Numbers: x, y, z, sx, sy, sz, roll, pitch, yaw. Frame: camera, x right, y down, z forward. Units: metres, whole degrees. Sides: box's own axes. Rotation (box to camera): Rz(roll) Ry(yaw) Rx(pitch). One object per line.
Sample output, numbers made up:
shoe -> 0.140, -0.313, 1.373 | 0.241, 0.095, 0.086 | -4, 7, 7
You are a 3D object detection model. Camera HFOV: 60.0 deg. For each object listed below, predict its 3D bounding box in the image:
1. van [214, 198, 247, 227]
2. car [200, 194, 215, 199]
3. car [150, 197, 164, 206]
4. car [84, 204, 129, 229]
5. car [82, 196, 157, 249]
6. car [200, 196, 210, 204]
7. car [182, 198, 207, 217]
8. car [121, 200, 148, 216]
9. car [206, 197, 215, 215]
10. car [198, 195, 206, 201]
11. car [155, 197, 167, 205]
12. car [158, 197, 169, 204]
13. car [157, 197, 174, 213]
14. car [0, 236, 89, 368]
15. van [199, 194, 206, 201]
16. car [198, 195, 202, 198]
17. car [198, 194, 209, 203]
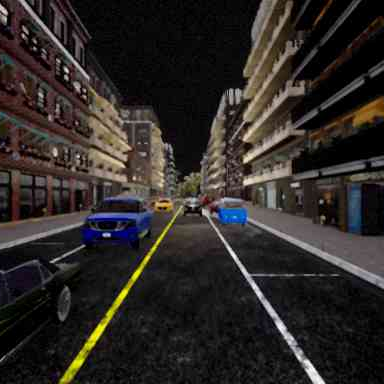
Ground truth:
van -> 2.664, 1.350, 22.681 | 1.690, 1.788, 3.998 | 1, 0, 0
car -> 2.614, 1.338, 50.536 | 2.192, 1.841, 5.009 | 1, 0, 0
car -> -5.779, 1.575, 56.131 | 1.887, 1.381, 4.507 | 1, 0, 0
car -> -5.718, 1.579, 22.705 | 1.947, 1.339, 4.313 | 1, 0, 0
car -> -3.110, 1.230, 15.023 | 2.150, 2.045, 5.566 | 0, 0, 1
car -> 2.581, 1.558, 67.418 | 1.752, 1.417, 4.829 | 1, 0, 0
car -> 0.058, 1.562, 32.058 | 2.033, 1.411, 5.357 | 0, 0, -1
car -> -5.739, 1.585, 33.846 | 1.947, 1.339, 4.313 | 1, 0, 0
car -> 2.642, 1.559, 33.822 | 1.887, 1.381, 4.507 | 1, 0, 0
car -> 2.540, 1.596, 89.533 | 2.008, 1.369, 4.403 | 1, 0, 0
car -> -5.790, 1.616, 61.702 | 1.802, 1.307, 4.206 | 1, 0, 0
car -> -5.800, 1.619, 67.273 | 1.802, 1.307, 4.206 | 1, 0, 0
car -> -3.096, 1.497, 37.664 | 1.882, 1.535, 5.008 | 0, 0, 0
car -> -3.106, 1.605, 4.426 | 1.895, 1.301, 4.718 | 0, 0, 0
van -> 2.553, 1.383, 83.962 | 1.690, 1.788, 3.998 | 1, 0, 0
car -> 0.020, 1.547, 46.064 | 1.812, 1.442, 4.674 | 0, 0, 0
car -> 2.574, 1.351, 72.820 | 2.192, 1.841, 5.009 | 1, 0, 0
